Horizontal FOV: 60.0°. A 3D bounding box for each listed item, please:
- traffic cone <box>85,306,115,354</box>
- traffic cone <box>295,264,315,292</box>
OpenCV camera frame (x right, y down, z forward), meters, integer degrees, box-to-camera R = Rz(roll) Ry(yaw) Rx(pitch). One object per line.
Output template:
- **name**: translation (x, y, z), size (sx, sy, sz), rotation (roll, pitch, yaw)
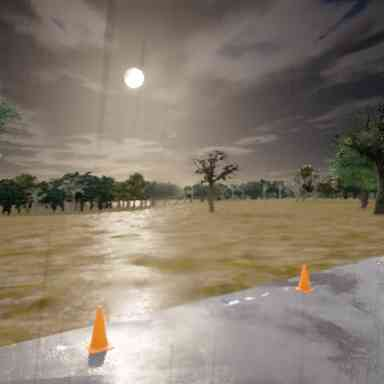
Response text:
- **traffic cone**: translation (-1.351, 1.972, 4.869), size (0.340, 0.580, 0.340), rotation (0, 0, -36)
- **traffic cone**: translation (2.650, 1.998, 7.807), size (0.340, 0.580, 0.340), rotation (0, 0, -37)
